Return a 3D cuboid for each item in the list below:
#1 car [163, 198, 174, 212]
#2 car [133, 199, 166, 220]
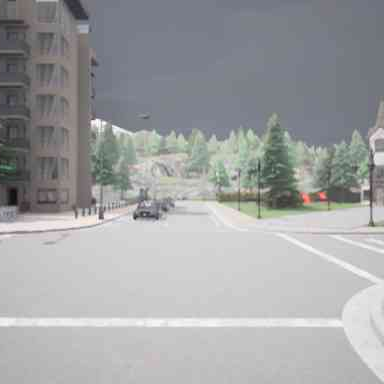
[{"bbox_3d":[-3.552,1.494,37.600,2.033,1.411,5.357,0,0,0],"label":"car"},{"bbox_3d":[-3.551,1.525,27.309,1.994,1.385,4.181,0,0,1],"label":"car"}]
